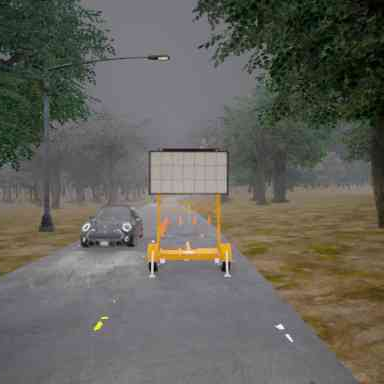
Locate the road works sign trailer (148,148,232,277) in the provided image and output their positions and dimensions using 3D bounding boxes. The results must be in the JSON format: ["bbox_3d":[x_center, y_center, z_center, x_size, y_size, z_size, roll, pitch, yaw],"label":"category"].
[{"bbox_3d":[-0.099,0.474,10.234,2.380,3.560,2.880,0,0,-2],"label":"road works sign trailer"}]

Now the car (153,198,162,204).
[{"bbox_3d":[-7.316,1.856,70.413,1.895,1.301,4.718,0,0,-5],"label":"car"}]

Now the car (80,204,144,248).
[{"bbox_3d":[-3.389,1.367,14.847,2.097,1.767,4.553,0,0,-2],"label":"car"}]
